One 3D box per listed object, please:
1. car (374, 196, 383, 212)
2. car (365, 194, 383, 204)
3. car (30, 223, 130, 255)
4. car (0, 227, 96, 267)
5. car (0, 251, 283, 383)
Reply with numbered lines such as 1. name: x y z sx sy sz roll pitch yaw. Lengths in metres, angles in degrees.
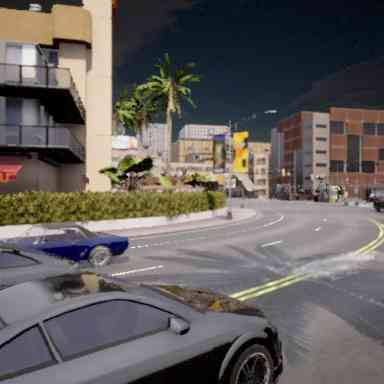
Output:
1. car: 21.670 1.257 35.709 2.150 2.045 5.566 0 -1 7
2. car: 36.521 1.326 65.164 2.185 1.767 4.553 0 0 -12
3. car: -4.339 1.610 9.757 4.718 1.301 1.895 0 0 -40
4. car: -4.075 1.569 5.615 4.181 1.385 1.994 0 0 -38
5. car: -0.968 1.568 3.382 4.181 1.385 1.994 0 0 -38
